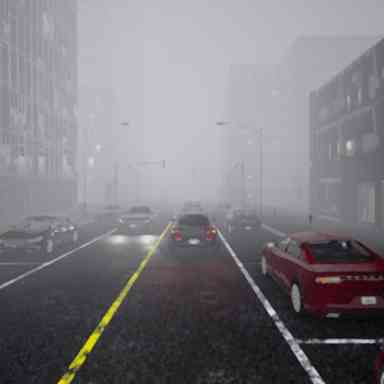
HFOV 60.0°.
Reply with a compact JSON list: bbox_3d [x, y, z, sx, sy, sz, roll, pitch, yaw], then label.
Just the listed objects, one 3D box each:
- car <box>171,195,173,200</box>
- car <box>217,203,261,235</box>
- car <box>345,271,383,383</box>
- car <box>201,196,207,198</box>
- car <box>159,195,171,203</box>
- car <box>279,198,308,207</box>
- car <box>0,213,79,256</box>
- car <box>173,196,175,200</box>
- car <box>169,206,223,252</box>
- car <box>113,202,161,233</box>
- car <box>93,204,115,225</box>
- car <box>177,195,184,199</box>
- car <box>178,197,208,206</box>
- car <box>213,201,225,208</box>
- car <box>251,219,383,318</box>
[{"bbox_3d":[-5.836,1.575,73.554,1.947,1.339,4.313,-1,0,0],"label":"car"},{"bbox_3d":[2.774,1.551,18.672,2.008,1.369,4.403,-1,0,0],"label":"car"},{"bbox_3d":[2.710,1.582,1.739,1.802,1.307,4.206,-1,0,0],"label":"car"},{"bbox_3d":[2.544,1.561,73.570,2.008,1.369,4.403,-1,0,0],"label":"car"},{"bbox_3d":[-5.826,1.534,67.730,1.752,1.417,4.829,-1,0,0],"label":"car"},{"bbox_3d":[16.218,1.637,53.119,4.403,1.369,2.008,0,0,1],"label":"car"},{"bbox_3d":[-5.828,1.551,13.068,2.008,1.369,4.403,-1,0,0],"label":"car"},{"bbox_3d":[-5.867,1.559,90.517,1.887,1.381,4.507,-1,0,0],"label":"car"},{"bbox_3d":[0.062,1.525,13.730,1.812,1.442,4.674,0,0,0],"label":"car"},{"bbox_3d":[-3.119,1.526,19.835,1.812,1.442,4.674,0,0,0],"label":"car"},{"bbox_3d":[-5.875,1.546,24.358,1.887,1.381,4.507,-1,0,0],"label":"car"},{"bbox_3d":[-3.174,1.553,95.431,2.033,1.411,5.357,0,0,0],"label":"car"},{"bbox_3d":[0.035,1.492,28.650,2.128,1.511,4.902,0,0,0],"label":"car"},{"bbox_3d":[2.753,1.527,30.130,1.752,1.417,4.829,-1,0,0],"label":"car"},{"bbox_3d":[2.734,1.545,7.383,1.887,1.381,4.507,-1,0,0],"label":"car"}]
